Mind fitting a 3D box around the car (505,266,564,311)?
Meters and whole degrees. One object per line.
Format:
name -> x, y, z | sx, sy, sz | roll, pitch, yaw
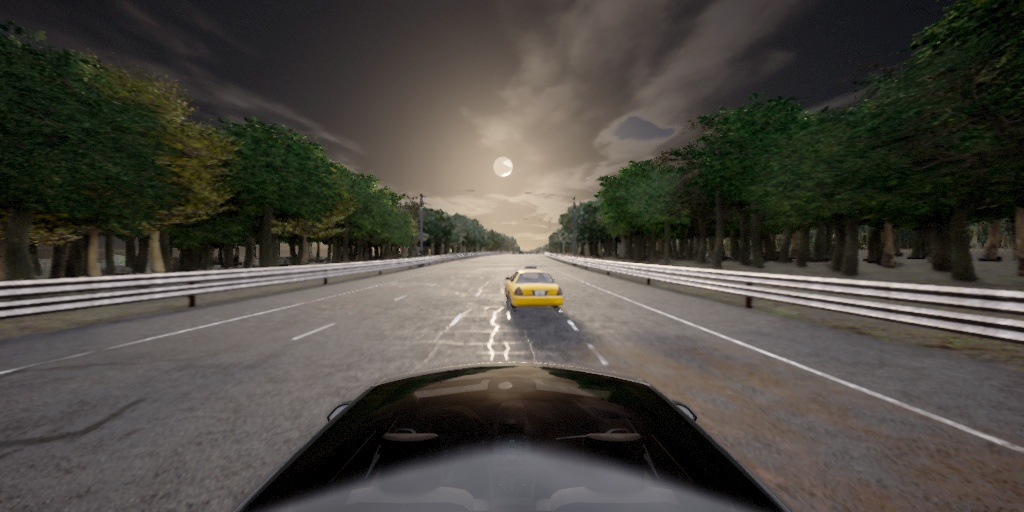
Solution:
car -> 0.737, 1.187, 14.414 | 1.801, 1.575, 5.366 | 0, 0, -4
